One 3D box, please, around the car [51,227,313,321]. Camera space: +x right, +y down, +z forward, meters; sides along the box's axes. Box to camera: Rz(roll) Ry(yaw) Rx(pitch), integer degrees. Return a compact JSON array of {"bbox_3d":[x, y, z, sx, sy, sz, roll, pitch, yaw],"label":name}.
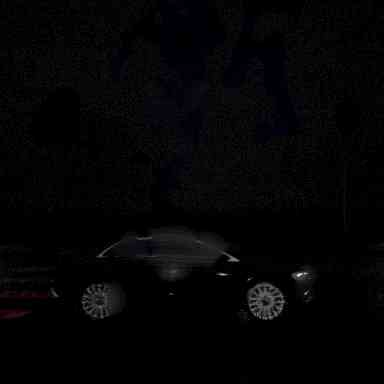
[{"bbox_3d":[-0.193,1.476,6.605,4.902,1.511,2.128,0,0,1],"label":"car"}]
